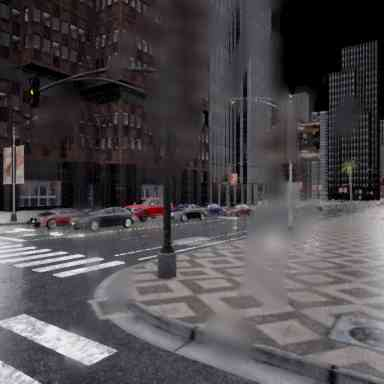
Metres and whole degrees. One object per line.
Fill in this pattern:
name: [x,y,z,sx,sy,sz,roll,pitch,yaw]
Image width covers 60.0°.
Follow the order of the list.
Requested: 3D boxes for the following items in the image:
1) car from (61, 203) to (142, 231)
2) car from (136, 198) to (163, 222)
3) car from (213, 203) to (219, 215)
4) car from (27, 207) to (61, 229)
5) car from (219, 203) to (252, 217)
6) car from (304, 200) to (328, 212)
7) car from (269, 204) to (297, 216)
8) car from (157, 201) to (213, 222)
car: [-5.975,1.748,22.536,1.837,1.490,4.892,0,-1,35]
car: [-3.976,1.579,31.051,2.150,2.045,5.566,0,-1,35]
car: [1.954,2.034,39.515,1.812,1.442,4.674,0,-1,35]
car: [-9.264,1.788,23.491,1.994,1.385,4.181,0,-1,36]
car: [5.385,2.057,38.730,1.812,1.442,4.674,0,-1,35]
car: [19.355,2.372,52.708,2.033,1.411,5.357,0,-1,35]
car: [11.295,2.162,41.181,2.033,1.411,5.357,0,-1,35]
car: [-0.501,1.873,30.346,2.128,1.511,4.902,0,-1,35]
